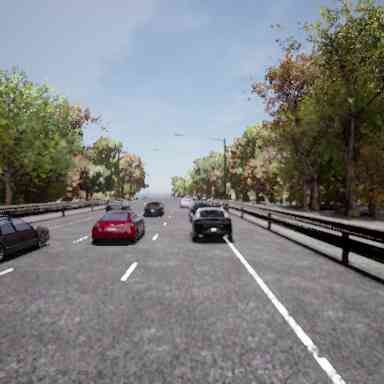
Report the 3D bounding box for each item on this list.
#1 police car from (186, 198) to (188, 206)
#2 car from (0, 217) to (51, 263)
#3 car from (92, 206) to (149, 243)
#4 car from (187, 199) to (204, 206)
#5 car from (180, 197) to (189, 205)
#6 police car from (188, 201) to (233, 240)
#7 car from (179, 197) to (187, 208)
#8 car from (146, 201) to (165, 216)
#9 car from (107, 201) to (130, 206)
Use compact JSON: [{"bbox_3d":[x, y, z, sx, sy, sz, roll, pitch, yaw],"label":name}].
[{"bbox_3d":[0.653,1.535,33.399,1.930,1.638,5.238,0,0,-1],"label":"police car"},{"bbox_3d":[-6.966,1.576,11.792,2.033,1.411,5.357,0,0,0],"label":"car"},{"bbox_3d":[-3.516,1.607,16.498,1.994,1.385,4.181,0,0,-1],"label":"car"},{"bbox_3d":[0.781,1.561,27.252,1.882,1.535,5.008,0,0,-1],"label":"car"},{"bbox_3d":[-1.572,1.824,68.392,1.812,1.442,4.674,0,0,-3],"label":"car"},{"bbox_3d":[0.936,1.471,17.298,1.930,1.638,5.238,0,0,-1],"label":"police car"},{"bbox_3d":[-0.911,1.730,51.988,1.812,1.442,4.674,0,0,-2],"label":"car"},{"bbox_3d":[-3.826,1.639,34.161,1.812,1.442,4.674,0,0,-1],"label":"car"},{"bbox_3d":[-7.304,1.600,33.087,2.128,1.511,4.902,0,0,-1],"label":"car"}]
